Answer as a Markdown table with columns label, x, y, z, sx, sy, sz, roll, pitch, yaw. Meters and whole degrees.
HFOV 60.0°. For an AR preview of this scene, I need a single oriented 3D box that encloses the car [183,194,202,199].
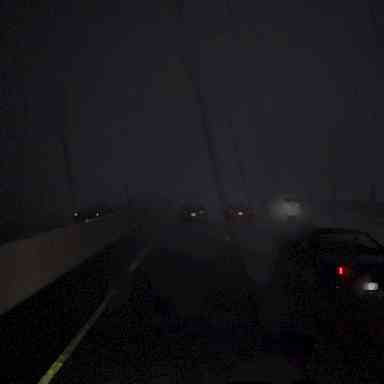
| label | x | y | z | sx | sy | sz | roll | pitch | yaw |
| --- | --- | --- | --- | --- | --- | --- | --- | --- | --- |
| car | 0.035 | 1.235 | 42.258 | 2.150 | 2.045 | 5.566 | 0 | 0 | -1 |

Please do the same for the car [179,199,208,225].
| label | x | y | z | sx | sy | sz | roll | pitch | yaw |
| --- | --- | --- | --- | --- | --- | --- | --- | --- | --- |
| car | 0.100 | 1.511 | 24.049 | 2.163 | 1.488 | 4.792 | 0 | 0 | 0 |

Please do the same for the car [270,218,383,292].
| label | x | y | z | sx | sy | sz | roll | pitch | yaw |
| --- | --- | --- | --- | --- | --- | --- | --- | --- | --- |
| car | 3.598 | 1.604 | 8.896 | 1.895 | 1.301 | 4.718 | 0 | 0 | 0 |

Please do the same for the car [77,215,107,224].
| label | x | y | z | sx | sy | sz | roll | pitch | yaw |
| --- | --- | --- | --- | --- | --- | --- | --- | --- | --- |
| car | -7.091 | 1.608 | 24.545 | 1.895 | 1.301 | 4.718 | 0 | 0 | 0 |

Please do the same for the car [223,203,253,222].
| label | x | y | z | sx | sy | sz | roll | pitch | yaw |
| --- | --- | --- | --- | --- | --- | --- | --- | --- | --- |
| car | 3.600 | 1.573 | 26.776 | 1.994 | 1.385 | 4.181 | 0 | 0 | 0 |

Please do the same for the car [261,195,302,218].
| label | x | y | z | sx | sy | sz | roll | pitch | yaw |
| --- | --- | --- | --- | --- | --- | --- | --- | --- | --- |
| car | 7.088 | 1.230 | 26.841 | 2.150 | 2.045 | 5.566 | 0 | 0 | 0 |
